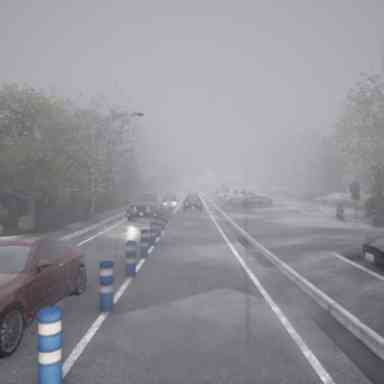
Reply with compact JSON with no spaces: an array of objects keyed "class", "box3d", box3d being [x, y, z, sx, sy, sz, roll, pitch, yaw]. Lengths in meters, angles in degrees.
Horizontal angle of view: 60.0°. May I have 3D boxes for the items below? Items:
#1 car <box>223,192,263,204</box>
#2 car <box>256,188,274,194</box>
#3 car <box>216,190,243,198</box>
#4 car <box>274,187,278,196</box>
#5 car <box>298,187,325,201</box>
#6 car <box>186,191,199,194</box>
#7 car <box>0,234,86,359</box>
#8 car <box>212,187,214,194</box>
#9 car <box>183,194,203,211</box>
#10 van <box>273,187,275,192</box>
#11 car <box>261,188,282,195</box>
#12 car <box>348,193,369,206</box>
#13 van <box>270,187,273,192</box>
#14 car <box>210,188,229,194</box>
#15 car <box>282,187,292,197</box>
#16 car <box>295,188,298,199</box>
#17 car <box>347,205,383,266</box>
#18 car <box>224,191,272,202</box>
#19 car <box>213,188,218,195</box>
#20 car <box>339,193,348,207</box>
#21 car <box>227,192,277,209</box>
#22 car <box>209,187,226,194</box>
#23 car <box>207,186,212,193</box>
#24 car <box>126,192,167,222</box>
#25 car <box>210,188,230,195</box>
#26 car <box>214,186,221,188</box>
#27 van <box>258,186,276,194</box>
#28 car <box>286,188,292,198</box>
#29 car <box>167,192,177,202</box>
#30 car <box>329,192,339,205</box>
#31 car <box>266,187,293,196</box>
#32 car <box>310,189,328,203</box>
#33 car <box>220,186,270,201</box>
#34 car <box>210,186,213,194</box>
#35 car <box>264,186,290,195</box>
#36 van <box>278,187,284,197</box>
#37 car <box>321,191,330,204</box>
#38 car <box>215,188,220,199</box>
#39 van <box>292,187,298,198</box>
[{"class":"car","box3d":[7.057,0.811,46.350,5.366,1.575,1.946,0,2,0]},{"class":"car","box3d":[20.346,-0.293,93.290,4.674,1.452,2.002,0,1,0]},{"class":"car","box3d":[7.006,0.334,62.990,4.892,1.521,2.231,0,2,0]},{"class":"car","box3d":[20.143,0.201,68.365,5.008,1.535,2.097,0,1,0]},{"class":"car","box3d":[20.026,0.392,51.752,5.566,2.045,2.435,0,2,0]},{"class":"car","box3d":[0.124,0.593,52.813,2.128,1.511,4.902,0,1,0]},{"class":"car","box3d":[-3.362,1.574,6.109,1.812,1.442,4.674,-1,-1,0]},{"class":"car","box3d":[7.089,0.235,68.541,4.792,1.488,2.163,0,1,0]},{"class":"car","box3d":[0.100,1.167,34.359,1.895,1.301,4.718,0,1,0]},{"class":"van","box3d":[20.278,-0.084,71.128,4.442,1.987,1.878,0,1,0]},{"class":"car","box3d":[20.273,-0.155,84.982,5.008,1.535,2.097,0,1,0]},{"class":"car","box3d":[19.854,1.140,35.271,5.008,1.535,2.097,0,2,0]},{"class":"van","box3d":[20.068,-0.143,73.899,4.442,1.987,1.878,0,1,0]},{"class":"car","box3d":[7.217,-0.211,87.970,4.892,1.521,2.231,0,1,0]},{"class":"car","box3d":[20.120,0.358,62.829,4.792,1.488,2.163,0,1,0]},{"class":"car","box3d":[19.993,0.589,54.529,4.792,1.488,2.163,0,2,0]},{"class":"car","box3d":[6.784,1.208,8.208,4.792,1.488,2.163,0,1,1]},{"class":"car","box3d":[6.830,0.982,40.802,5.008,1.535,2.097,0,2,0]},{"class":"car","box3d":[6.781,0.476,57.573,5.366,1.575,1.946,0,2,0]},{"class":"car","box3d":[19.913,0.931,38.037,4.553,1.767,2.185,0,2,0]},{"class":"car","box3d":[6.772,1.095,38.028,4.792,1.488,2.163,0,2,0]},{"class":"car","box3d":[7.239,-0.456,93.518,4.553,1.767,2.185,0,1,0]},{"class":"car","box3d":[6.991,-0.096,82.420,5.366,1.575,1.946,0,1,0]},{"class":"car","box3d":[-3.349,1.032,24.729,2.150,2.045,5.566,0,2,0]},{"class":"car","box3d":[7.206,-0.151,85.194,4.892,1.521,2.231,0,1,0]},{"class":"car","box3d":[7.067,0.142,65.766,4.553,1.767,2.185,0,1,0]},{"class":"van","box3d":[20.442,-0.502,90.640,4.442,1.987,1.878,0,1,0]},{"class":"car","box3d":[20.098,0.427,60.191,4.792,1.488,2.163,0,2,1]},{"class":"car","box3d":[-3.253,0.725,50.458,1.994,1.385,4.181,0,1,1]},{"class":"car","box3d":[19.875,1.006,40.686,4.792,1.488,2.163,0,2,0]},{"class":"car","box3d":[20.180,-0.228,76.667,5.566,2.045,2.435,0,1,0]},{"class":"car","box3d":[19.765,0.807,46.224,5.366,1.575,1.946,0,2,0]},{"class":"car","box3d":[6.877,0.647,43.569,5.566,2.045,2.435,0,2,0]},{"class":"car","box3d":[7.100,0.056,76.869,4.792,1.488,2.163,0,1,0]},{"class":"car","box3d":[20.203,-0.287,79.436,5.566,2.045,2.435,0,1,0]},{"class":"van","box3d":[20.006,0.038,65.575,4.442,1.987,1.878,0,1,0]},{"class":"car","box3d":[19.925,0.933,43.455,4.674,1.452,2.002,0,2,0]},{"class":"car","box3d":[6.733,0.644,51.903,5.366,1.575,1.946,0,2,0]},{"class":"van","box3d":[20.162,0.249,57.413,4.442,1.987,1.878,0,2,0]}]
